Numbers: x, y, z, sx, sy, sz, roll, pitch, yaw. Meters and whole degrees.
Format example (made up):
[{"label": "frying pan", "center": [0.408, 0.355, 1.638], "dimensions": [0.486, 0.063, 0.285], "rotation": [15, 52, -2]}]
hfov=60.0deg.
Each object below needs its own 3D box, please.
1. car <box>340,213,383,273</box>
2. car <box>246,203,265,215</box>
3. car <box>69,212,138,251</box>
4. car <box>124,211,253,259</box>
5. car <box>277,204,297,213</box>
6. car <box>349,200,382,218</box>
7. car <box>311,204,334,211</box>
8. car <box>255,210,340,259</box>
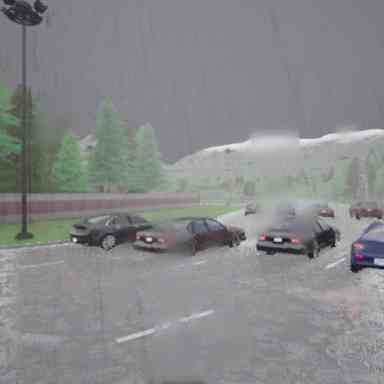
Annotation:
[{"label": "car", "center": [6.210, 1.604, 10.158], "dimensions": [1.812, 1.442, 4.674], "rotation": [0, -1, 39]}, {"label": "car", "center": [7.088, 1.938, 37.286], "dimensions": [2.033, 1.411, 5.357], "rotation": [-1, -1, 16]}, {"label": "car", "center": [-3.135, 1.714, 15.371], "dimensions": [1.837, 1.490, 4.892], "rotation": [1, 0, 43]}, {"label": "car", "center": [0.113, 1.709, 13.450], "dimensions": [2.033, 1.411, 5.357], "rotation": [-1, -1, 40]}, {"label": "car", "center": [10.140, 1.911, 35.554], "dimensions": [1.994, 1.385, 4.181], "rotation": [-1, -1, 17]}, {"label": "car", "center": [16.028, 1.601, 30.890], "dimensions": [2.097, 1.767, 4.553], "rotation": [-1, -1, 18]}, {"label": "car", "center": [13.435, 1.873, 34.358], "dimensions": [1.994, 1.385, 4.181], "rotation": [-1, -1, 17]}, {"label": "car", "center": [4.385, 1.675, 13.233], "dimensions": [2.033, 1.411, 5.357], "rotation": [-1, -1, 36]}]
